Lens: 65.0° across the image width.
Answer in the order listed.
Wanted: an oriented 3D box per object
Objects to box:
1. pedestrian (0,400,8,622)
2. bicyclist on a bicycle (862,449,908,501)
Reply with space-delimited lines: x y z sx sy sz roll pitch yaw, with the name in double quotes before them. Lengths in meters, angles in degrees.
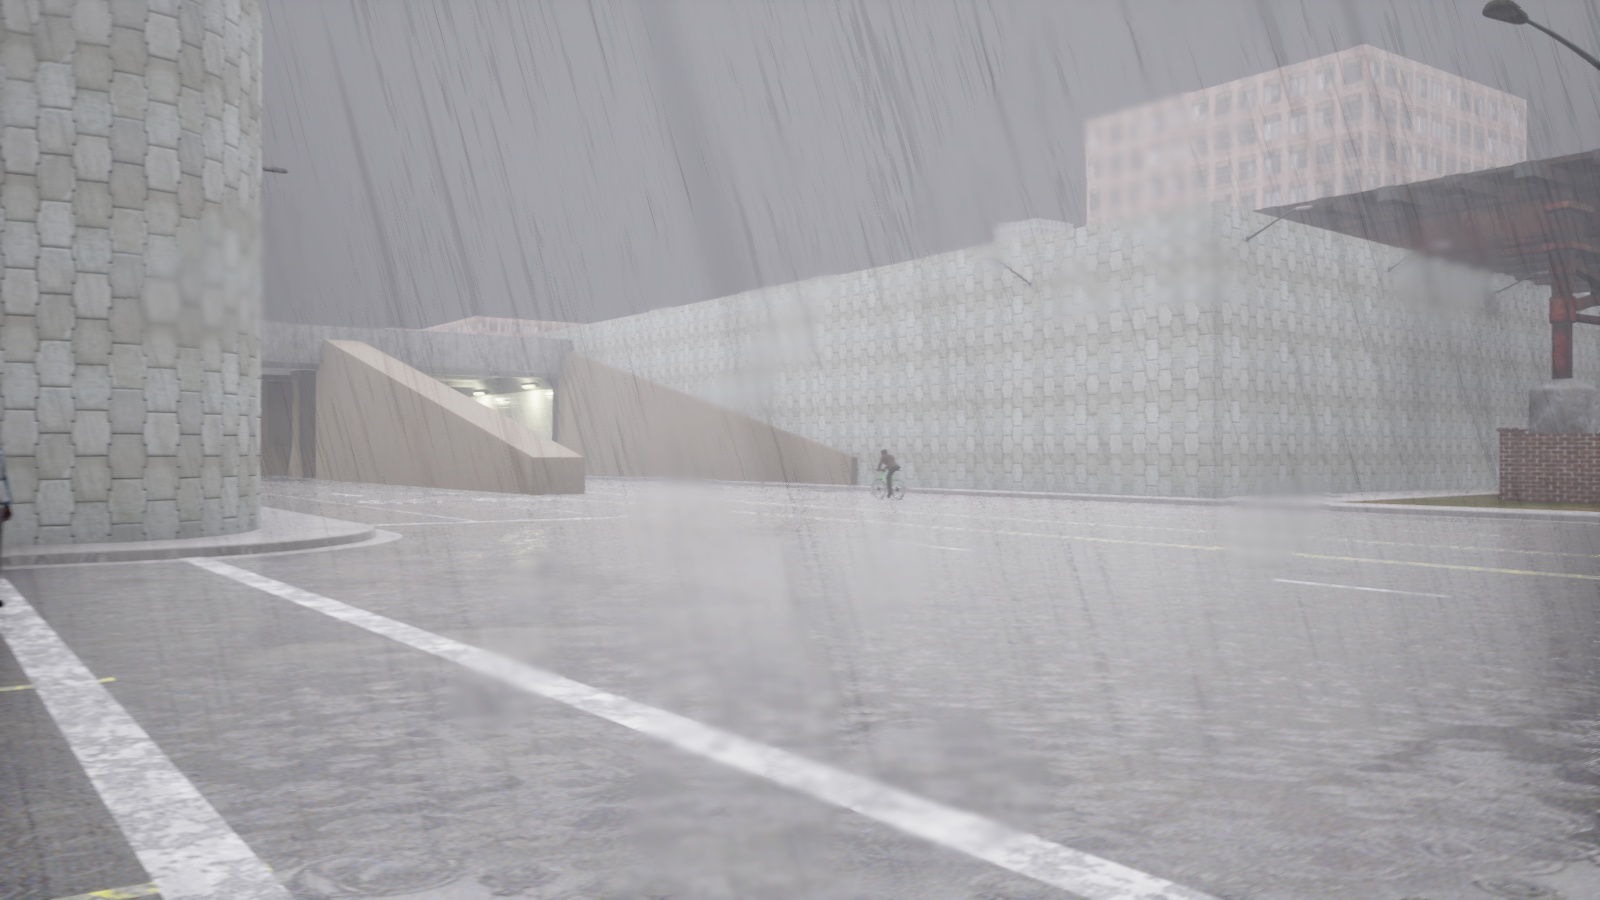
"pedestrian" -7.312 0.533 11.080 0.692 1.930 0.396 0 0 44
"bicyclist on a bicycle" 2.748 0.797 40.569 0.582 1.620 1.656 0 -1 -34
